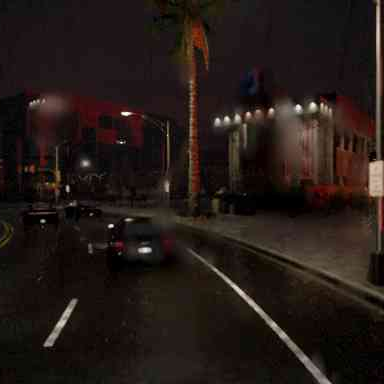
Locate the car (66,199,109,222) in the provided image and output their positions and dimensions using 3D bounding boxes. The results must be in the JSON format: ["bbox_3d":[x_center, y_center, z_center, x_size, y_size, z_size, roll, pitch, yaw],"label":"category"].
[{"bbox_3d":[-8.446,1.369,25.416,2.128,1.511,4.902,0,0,-34],"label":"car"}]

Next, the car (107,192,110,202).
[{"bbox_3d":[-15.062,0.968,57.339,4.553,1.767,2.185,0,0,38],"label":"car"}]

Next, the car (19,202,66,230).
[{"bbox_3d":[-9.510,1.399,20.686,2.128,1.511,4.902,0,0,-29],"label":"car"}]

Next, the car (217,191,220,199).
[{"bbox_3d":[5.157,1.083,55.832,4.674,1.452,2.002,0,0,38],"label":"car"}]

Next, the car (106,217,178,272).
[{"bbox_3d":[-1.728,1.506,10.762,1.994,1.385,4.181,0,0,-14],"label":"car"}]
